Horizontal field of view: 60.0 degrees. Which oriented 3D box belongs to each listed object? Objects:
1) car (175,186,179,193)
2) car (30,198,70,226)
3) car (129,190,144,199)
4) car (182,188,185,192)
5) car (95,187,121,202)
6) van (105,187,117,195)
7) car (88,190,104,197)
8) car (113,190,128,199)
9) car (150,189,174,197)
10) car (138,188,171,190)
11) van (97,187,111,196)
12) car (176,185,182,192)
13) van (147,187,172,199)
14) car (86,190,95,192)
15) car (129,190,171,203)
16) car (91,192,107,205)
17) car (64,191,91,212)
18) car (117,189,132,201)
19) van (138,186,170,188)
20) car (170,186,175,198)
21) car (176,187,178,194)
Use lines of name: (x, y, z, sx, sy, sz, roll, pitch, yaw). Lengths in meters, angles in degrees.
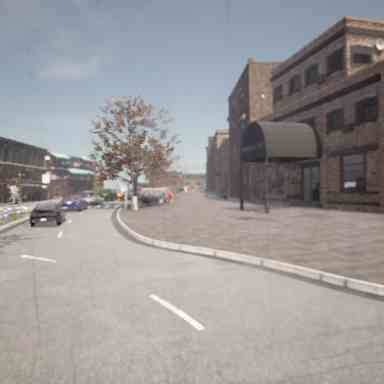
car: (-5.856, -0.036, 75.941, 4.892, 1.521, 2.231, -1, 2, 3)
car: (-10.015, 1.484, 23.381, 1.837, 1.490, 4.892, -1, 1, -15)
car: (-10.921, 0.464, 65.582, 2.033, 1.411, 5.357, -1, 2, 1)
car: (-5.128, -0.664, 86.957, 5.566, 2.045, 2.435, -1, 2, 6)
car: (-13.796, 0.488, 55.014, 2.150, 2.045, 5.566, -1, 2, -2)
van: (-21.542, -0.367, 88.593, 1.878, 1.987, 4.442, -1, 1, 6)
car: (-22.365, 0.245, 77.639, 2.163, 1.488, 4.792, -1, 2, 4)
car: (-13.931, 0.457, 65.173, 1.882, 1.535, 5.008, -1, 2, 1)
car: (-6.102, 0.276, 67.759, 4.674, 1.452, 2.002, -1, 2, 1)
car: (-5.752, 0.655, 48.748, 4.553, 1.767, 2.185, -1, 2, -2)
van: (-22.008, -0.194, 83.076, 1.878, 1.987, 4.442, -1, 2, 5)
car: (-5.560, -0.205, 81.519, 4.792, 1.488, 2.163, -1, 2, 5)
van: (-6.024, 0.178, 62.293, 4.442, 1.987, 1.878, -1, 2, 0)
car: (-22.607, 0.395, 72.153, 2.097, 1.535, 5.008, -1, 2, 2)
car: (-5.691, 0.852, 45.998, 4.892, 1.521, 2.231, -1, 1, -2)
car: (-13.352, 1.120, 45.190, 1.895, 1.301, 4.718, -1, 1, -2)
car: (-12.503, 1.095, 35.353, 2.097, 1.767, 4.553, -1, 1, -7)
car: (-10.811, 0.725, 55.639, 1.812, 1.442, 4.674, -1, 2, -1)
van: (-5.997, 0.485, 51.495, 4.442, 1.987, 1.878, -1, 2, -2)
car: (-5.953, 0.386, 54.242, 5.566, 2.045, 2.435, -1, 2, -2)
car: (-6.077, 0.177, 70.488, 4.792, 1.488, 2.163, -1, 2, 2)
